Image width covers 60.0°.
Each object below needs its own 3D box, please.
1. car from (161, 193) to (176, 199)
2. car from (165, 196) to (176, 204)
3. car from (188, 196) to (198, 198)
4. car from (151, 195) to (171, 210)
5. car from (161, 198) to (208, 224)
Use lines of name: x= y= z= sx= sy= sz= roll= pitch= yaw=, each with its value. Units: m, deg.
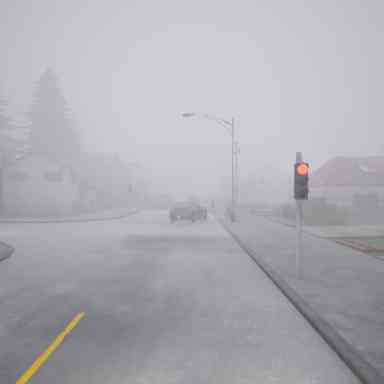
car: x=-4.028 y=1.221 z=51.798 sx=2.150 sy=2.045 sz=5.566 roll=0 pitch=0 yaw=0
car: x=-3.979 y=1.525 z=62.143 sx=1.812 sy=1.442 sz=4.674 roll=0 pitch=0 yaw=0
car: x=0.171 y=1.352 z=51.596 sx=2.097 sy=1.767 sz=4.553 roll=0 pitch=0 yaw=0
car: x=-4.043 y=1.505 z=41.749 sx=1.837 sy=1.490 sz=4.892 roll=0 pitch=0 yaw=0
car: x=-0.183 y=1.491 z=24.925 sx=2.128 sy=1.511 sz=4.902 roll=1 pitch=0 yaw=18
